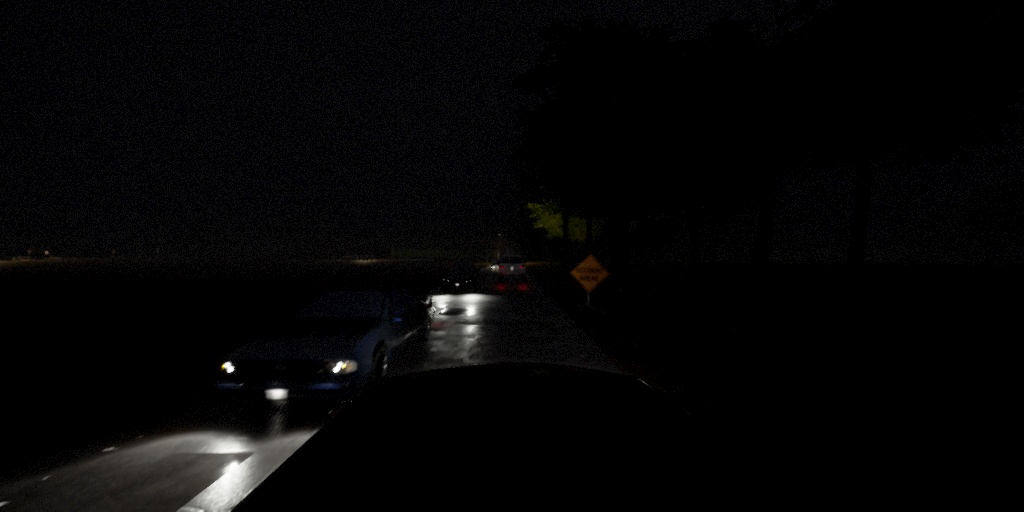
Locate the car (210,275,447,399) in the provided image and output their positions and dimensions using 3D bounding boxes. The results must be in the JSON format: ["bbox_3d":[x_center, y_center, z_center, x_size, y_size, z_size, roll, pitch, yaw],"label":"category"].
[{"bbox_3d":[-2.847,1.282,7.004,2.033,1.411,5.357,0,0,0],"label":"car"}]

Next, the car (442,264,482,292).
[{"bbox_3d":[-2.827,1.216,20.942,1.837,1.490,4.892,0,0,0],"label":"car"}]

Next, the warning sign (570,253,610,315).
[{"bbox_3d":[2.453,0.838,11.642,1.300,1.860,1.060,0,0,0],"label":"warning sign"}]

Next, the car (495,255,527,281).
[{"bbox_3d":[0.025,0.940,29.278,2.150,2.045,5.566,0,0,0],"label":"car"}]
